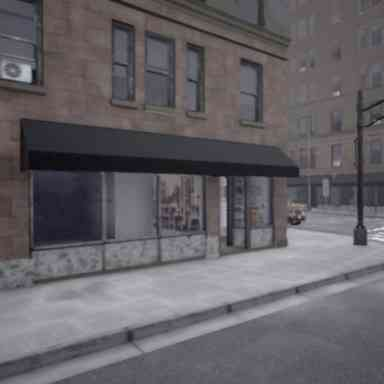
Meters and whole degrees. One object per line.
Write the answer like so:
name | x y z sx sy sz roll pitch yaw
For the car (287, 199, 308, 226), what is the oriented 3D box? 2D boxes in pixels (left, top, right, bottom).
car | 4.776 1.118 21.341 2.192 1.841 5.009 1 0 -36

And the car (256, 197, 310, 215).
car | 8.358 1.193 30.914 1.752 1.417 4.829 1 0 -36
